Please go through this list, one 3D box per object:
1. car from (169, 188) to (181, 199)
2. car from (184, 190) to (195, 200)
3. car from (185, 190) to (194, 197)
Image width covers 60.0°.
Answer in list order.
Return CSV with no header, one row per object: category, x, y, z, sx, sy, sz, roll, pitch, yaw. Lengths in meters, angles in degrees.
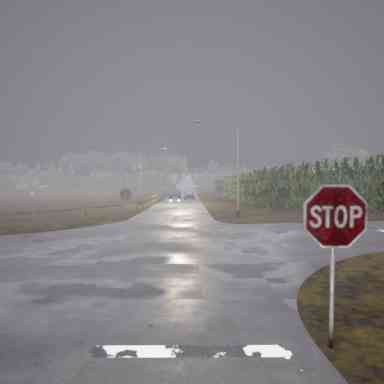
car,-3.266,0.236,65.264,2.150,2.045,5.566,0,2,0
car,-0.484,0.671,61.154,1.812,1.442,4.674,0,2,0
car,-0.560,0.231,71.174,1.895,1.301,4.718,0,2,0
